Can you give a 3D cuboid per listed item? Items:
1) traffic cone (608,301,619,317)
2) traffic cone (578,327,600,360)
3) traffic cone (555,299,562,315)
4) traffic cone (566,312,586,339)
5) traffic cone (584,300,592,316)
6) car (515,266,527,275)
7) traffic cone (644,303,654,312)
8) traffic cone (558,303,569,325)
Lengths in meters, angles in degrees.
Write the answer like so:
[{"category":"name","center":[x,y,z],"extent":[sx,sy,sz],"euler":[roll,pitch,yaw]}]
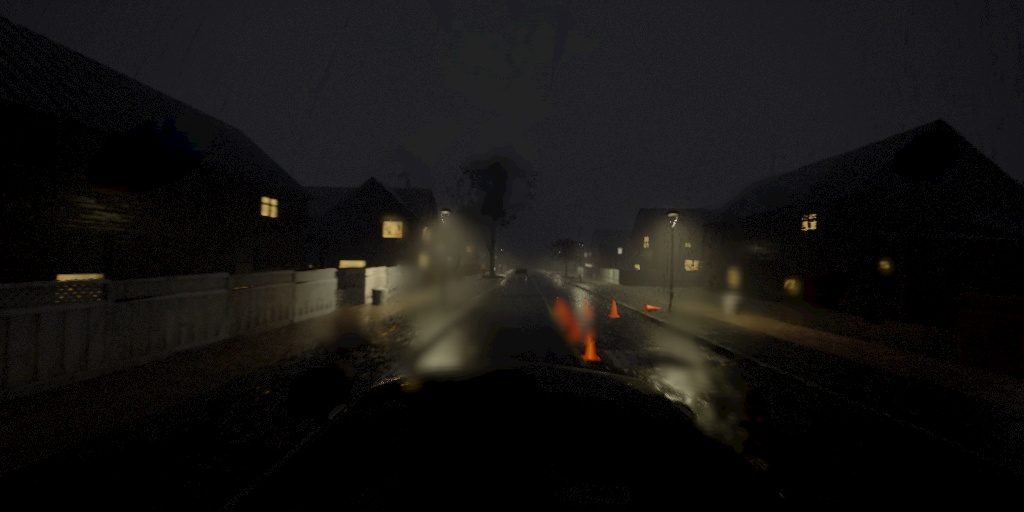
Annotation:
[{"category":"traffic cone","center":[3.798,1.957,13.385],"extent":[0.340,0.580,0.340],"euler":[0,0,2]},{"category":"traffic cone","center":[1.629,1.820,7.446],"extent":[0.340,0.580,0.340],"euler":[0,0,2]},{"category":"traffic cone","center":[1.800,1.910,13.443],"extent":[0.340,0.580,0.340],"euler":[0,0,2]},{"category":"traffic cone","center":[1.686,1.848,9.445],"extent":[0.340,0.580,0.340],"euler":[0,0,2]},{"category":"traffic cone","center":[2.799,1.934,13.414],"extent":[0.340,0.580,0.340],"euler":[0,0,2]},{"category":"car","center":[1.399,2.237,54.346],"extent":[1.895,1.301,4.718],"euler":[1,-1,2]},{"category":"traffic cone","center":[4.965,1.660,13.359],"extent":[0.340,0.580,0.340],"euler":[0,0,-6]},{"category":"traffic cone","center":[1.743,1.879,11.445],"extent":[0.340,0.580,0.340],"euler":[0,0,2]}]
